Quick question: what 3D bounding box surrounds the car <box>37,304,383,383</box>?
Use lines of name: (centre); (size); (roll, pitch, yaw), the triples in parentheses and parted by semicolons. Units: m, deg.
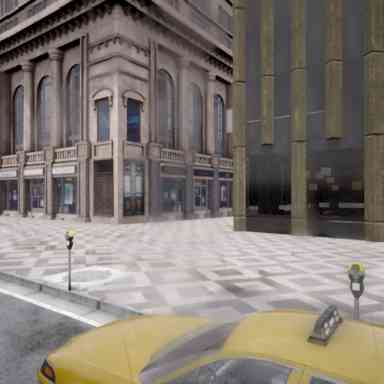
car: (0.718, 1.525, 2.462); (4.829, 1.417, 1.752); (0, 0, 36)
